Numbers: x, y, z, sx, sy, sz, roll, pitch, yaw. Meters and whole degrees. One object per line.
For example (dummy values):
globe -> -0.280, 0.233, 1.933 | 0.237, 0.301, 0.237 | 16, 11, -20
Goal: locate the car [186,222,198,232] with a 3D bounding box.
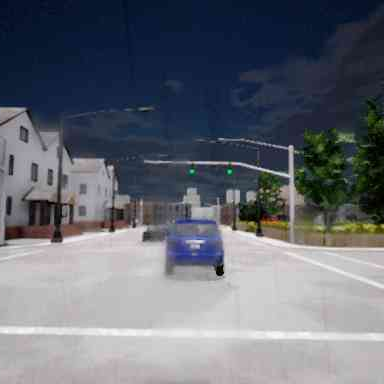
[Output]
car -> 0.003, 5.960, 57.173 | 1.837, 1.490, 4.892 | 0, -5, 0

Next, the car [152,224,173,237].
car -> -3.628, 4.734, 41.698 | 2.033, 1.411, 5.357 | 0, -5, 0

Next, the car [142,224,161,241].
car -> -3.629, 4.013, 32.050 | 1.895, 1.301, 4.718 | 0, -5, 0

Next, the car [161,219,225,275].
car -> 0.103, 2.161, 13.973 | 2.150, 2.045, 5.566 | 1, -5, 0

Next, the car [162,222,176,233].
car -> -3.582, 5.509, 51.878 | 1.837, 1.490, 4.892 | 0, -5, 0
